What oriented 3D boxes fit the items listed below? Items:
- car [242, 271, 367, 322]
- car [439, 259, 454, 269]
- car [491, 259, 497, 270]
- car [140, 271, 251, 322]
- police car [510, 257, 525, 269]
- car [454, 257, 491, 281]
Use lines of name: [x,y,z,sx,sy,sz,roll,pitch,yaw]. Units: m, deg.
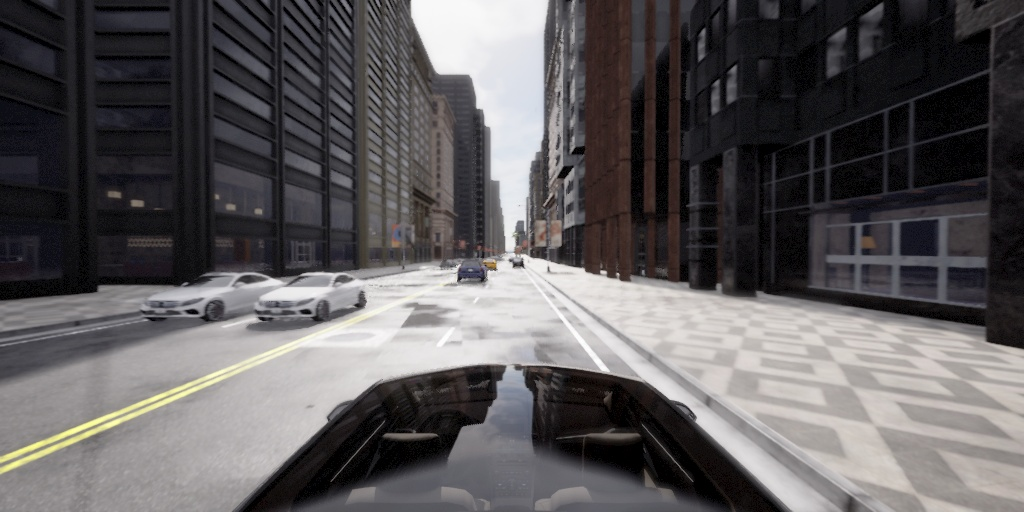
car: [-6.595,1.273,12.373,1.812,1.442,4.674,0,0,0]
car: [-9.779,1.225,54.985,1.812,1.442,4.674,0,0,0]
car: [-3.131,1.182,50.920,1.882,1.535,5.008,0,0,0]
car: [-9.845,1.273,12.366,1.812,1.442,4.674,0,0,0]
police car: [0.997,1.121,56.828,1.930,1.638,5.238,0,0,0]
car: [-3.140,1.084,29.292,2.097,1.767,4.553,0,0,0]
